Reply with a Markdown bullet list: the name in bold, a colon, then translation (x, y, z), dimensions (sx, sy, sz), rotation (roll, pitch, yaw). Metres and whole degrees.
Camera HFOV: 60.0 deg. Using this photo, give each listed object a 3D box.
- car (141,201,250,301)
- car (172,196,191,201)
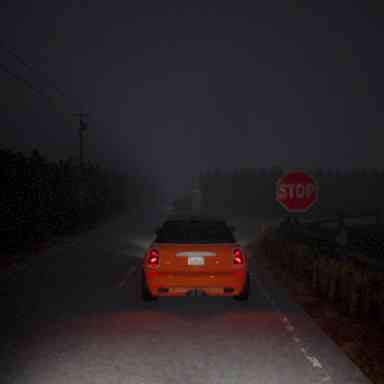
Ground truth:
- **car**: translation (0.052, 1.265, 8.268), dimensions (2.097, 1.767, 4.553), rotation (0, 1, -1)
- **car**: translation (-1.075, 1.111, 34.992), dimensions (1.882, 1.535, 5.008), rotation (0, 1, -5)
